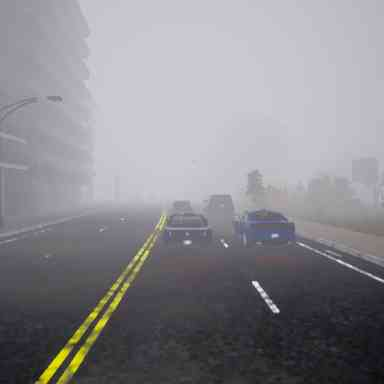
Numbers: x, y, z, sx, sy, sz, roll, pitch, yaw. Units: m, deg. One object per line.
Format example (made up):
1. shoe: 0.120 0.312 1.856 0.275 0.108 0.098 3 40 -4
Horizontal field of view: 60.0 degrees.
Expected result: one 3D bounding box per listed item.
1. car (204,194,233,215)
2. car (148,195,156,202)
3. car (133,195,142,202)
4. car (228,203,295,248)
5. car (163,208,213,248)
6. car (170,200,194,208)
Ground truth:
1. car: 2.328 1.236 30.006 2.150 2.045 5.566 0 0 -3
2. car: -9.067 1.398 75.235 1.837 1.490 4.892 0 0 -9
3. car: -12.214 1.408 74.305 2.033 1.411 5.357 0 0 -9
4. car: 3.019 1.476 14.845 1.882 1.535 5.008 0 0 -2
5. car: -0.230 1.608 14.777 1.895 1.301 4.718 0 0 -2
6. car: -0.914 1.496 29.780 1.837 1.490 4.892 0 0 -3
